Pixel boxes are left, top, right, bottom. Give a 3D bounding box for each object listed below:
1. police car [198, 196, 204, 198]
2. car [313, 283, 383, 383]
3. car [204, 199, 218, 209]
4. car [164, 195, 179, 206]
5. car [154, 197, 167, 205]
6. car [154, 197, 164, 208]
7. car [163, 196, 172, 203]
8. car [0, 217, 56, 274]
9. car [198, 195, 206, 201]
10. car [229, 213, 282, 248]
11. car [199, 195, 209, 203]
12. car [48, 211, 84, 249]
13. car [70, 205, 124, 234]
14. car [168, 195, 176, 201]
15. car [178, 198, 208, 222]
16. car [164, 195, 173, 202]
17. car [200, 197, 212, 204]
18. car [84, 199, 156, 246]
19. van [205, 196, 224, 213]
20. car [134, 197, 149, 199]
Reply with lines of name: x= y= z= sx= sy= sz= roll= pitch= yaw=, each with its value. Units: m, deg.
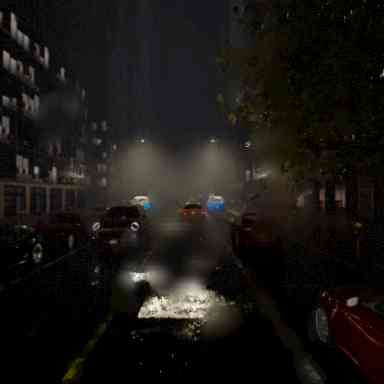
police car: x=0.088 y=1.588 z=42.822 sx=2.038 sy=1.542 sz=4.974 roll=0 pitch=0 yaw=0
car: x=2.699 y=1.592 z=3.462 sx=1.802 sy=1.307 sz=4.206 roll=1 pitch=0 yaw=0
car: x=2.700 y=1.675 z=48.859 sx=1.802 sy=1.307 sz=4.206 roll=1 pitch=0 yaw=0
car: x=-3.056 y=1.649 z=55.801 sx=2.033 sy=1.411 sz=5.357 roll=0 pitch=0 yaw=1
car: x=-5.679 y=1.651 z=60.238 sx=1.887 sy=1.381 sz=4.507 roll=1 pitch=0 yaw=0
car: x=-5.680 y=1.660 z=48.887 sx=1.947 sy=1.339 sz=4.313 roll=1 pitch=0 yaw=0
car: x=-5.679 y=1.699 z=76.418 sx=1.802 sy=1.307 sz=4.206 roll=1 pitch=0 yaw=0
car: x=-5.682 y=1.590 z=9.160 sx=1.947 sy=1.339 sz=4.313 roll=1 pitch=0 yaw=0
car: x=2.702 y=1.669 z=93.117 sx=2.008 sy=1.369 sz=4.403 roll=1 pitch=0 yaw=0
car: x=2.699 y=1.582 z=14.811 sx=1.887 sy=1.381 sz=4.507 roll=1 pitch=0 yaw=0
car: x=2.703 y=1.557 z=76.386 sx=1.967 sy=1.590 sz=4.097 roll=1 pitch=0 yaw=0
car: x=-5.681 y=1.582 z=14.834 sx=1.887 sy=1.381 sz=4.507 roll=1 pitch=0 yaw=0
car: x=-5.681 y=1.600 z=20.512 sx=2.008 sy=1.369 sz=4.403 roll=1 pitch=0 yaw=0
car: x=-5.678 y=1.685 z=93.140 sx=1.947 sy=1.339 sz=4.313 roll=1 pitch=0 yaw=0
car: x=0.101 y=1.516 z=26.554 sx=1.801 sy=1.575 sz=5.366 roll=0 pitch=0 yaw=0
car: x=-5.677 y=1.558 z=81.991 sx=1.967 sy=1.590 sz=4.097 roll=1 pitch=0 yaw=0
car: x=2.701 y=1.661 z=65.231 sx=2.008 sy=1.369 sz=4.403 roll=1 pitch=0 yaw=0
car: x=-3.099 y=1.391 z=15.382 sx=2.097 sy=1.767 sz=4.553 roll=0 pitch=0 yaw=0
van: x=2.703 y=1.419 z=37.510 sx=1.690 sy=1.788 sz=3.998 roll=1 pitch=0 yaw=0
car: x=-5.679 y=1.509 z=31.861 sx=1.967 sy=1.590 sz=4.097 roll=1 pitch=0 yaw=0
